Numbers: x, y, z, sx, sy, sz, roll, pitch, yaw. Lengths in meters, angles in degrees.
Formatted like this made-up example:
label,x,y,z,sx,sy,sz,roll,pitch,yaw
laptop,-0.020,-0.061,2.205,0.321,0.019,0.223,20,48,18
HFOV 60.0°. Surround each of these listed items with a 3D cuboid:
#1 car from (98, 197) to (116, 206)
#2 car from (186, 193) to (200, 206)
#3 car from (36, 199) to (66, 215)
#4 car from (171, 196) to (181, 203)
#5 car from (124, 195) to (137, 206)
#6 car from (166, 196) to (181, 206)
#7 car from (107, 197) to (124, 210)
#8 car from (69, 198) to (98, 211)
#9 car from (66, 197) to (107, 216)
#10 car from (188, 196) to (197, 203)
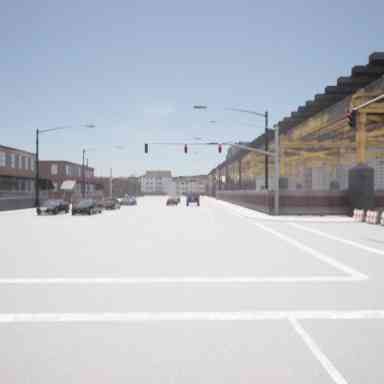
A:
label,x,y,z,sx,sy,sz,roll,pitch,yaw
car,-14.013,1.560,55.337,1.812,1.442,4.674,0,0,0
car,0.163,1.251,56.218,2.150,2.045,5.566,0,-1,0
car,-14.054,1.513,33.891,2.128,1.511,4.902,0,0,0
car,-3.390,1.589,70.891,2.033,1.411,5.357,0,0,0
car,-10.515,1.386,55.327,2.097,1.767,4.553,0,0,0
car,-3.348,1.561,56.939,1.812,1.442,4.674,0,0,0
car,-10.543,1.532,43.183,1.837,1.490,4.892,0,0,0
car,-14.041,1.519,43.256,2.128,1.511,4.902,0,0,0
car,-10.553,1.499,33.699,1.882,1.535,5.008,0,0,2
car,0.106,1.604,71.396,1.994,1.385,4.181,0,0,0
